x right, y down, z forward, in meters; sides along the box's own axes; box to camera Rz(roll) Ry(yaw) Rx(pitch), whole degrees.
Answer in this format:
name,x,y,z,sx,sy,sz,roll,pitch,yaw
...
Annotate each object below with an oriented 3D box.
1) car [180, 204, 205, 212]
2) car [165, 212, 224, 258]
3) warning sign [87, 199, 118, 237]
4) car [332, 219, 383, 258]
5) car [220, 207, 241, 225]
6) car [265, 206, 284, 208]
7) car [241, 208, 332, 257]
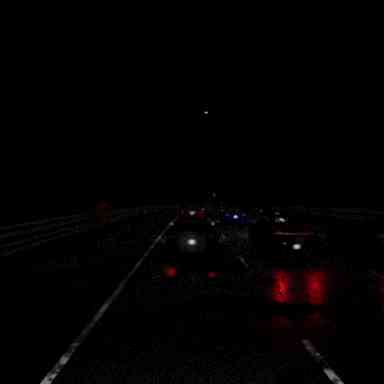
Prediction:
name,x,y,z,sx,sy,sz,roll,pitch,yaw
car,0.005,1.790,28.466,2.097,1.767,4.553,0,-2,0
car,0.010,1.705,13.409,1.994,1.385,4.181,0,-1,0
warning sign,-4.551,1.307,17.033,1.300,1.860,1.060,0,-1,0
car,7.008,1.741,13.270,1.895,1.301,4.718,0,-1,0
car,3.503,2.006,28.539,1.994,1.385,4.181,0,-1,1
car,7.005,1.950,28.558,1.837,1.490,4.892,0,-1,0
car,3.511,1.636,13.514,2.128,1.511,4.902,0,-1,0
